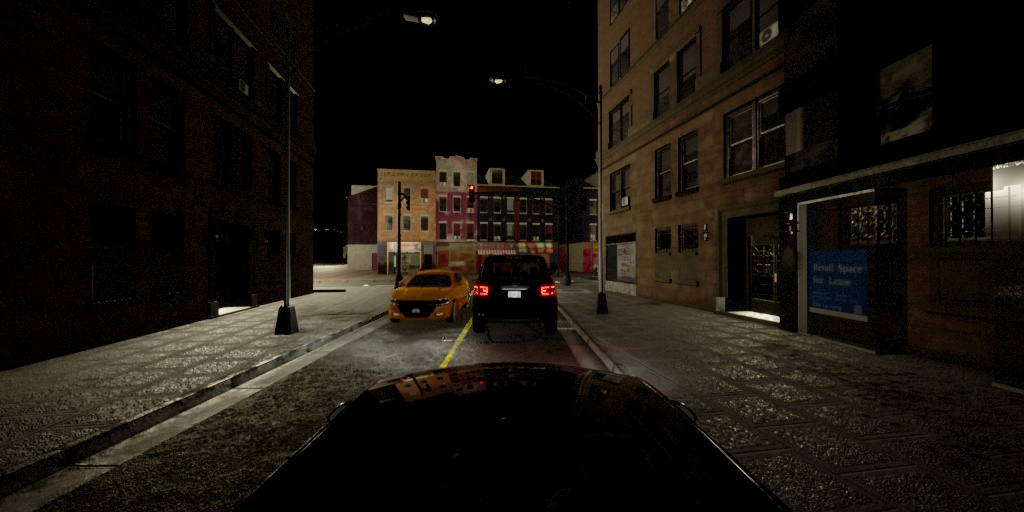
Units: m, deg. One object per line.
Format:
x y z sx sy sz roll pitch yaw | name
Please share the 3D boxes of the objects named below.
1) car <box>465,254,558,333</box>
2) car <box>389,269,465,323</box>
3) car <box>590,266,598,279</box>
0.098 0.972 10.899 2.150 2.045 5.566 0 0 1 | car
-2.637 1.228 12.325 1.882 1.535 5.008 0 0 0 | car
8.892 1.092 29.905 4.553 1.767 2.097 0 0 -10 | car
